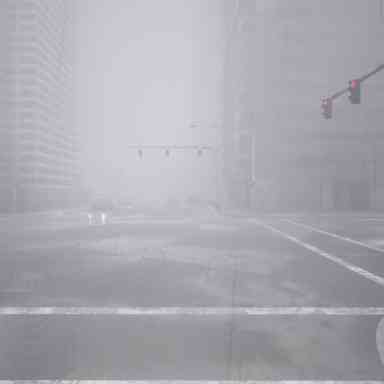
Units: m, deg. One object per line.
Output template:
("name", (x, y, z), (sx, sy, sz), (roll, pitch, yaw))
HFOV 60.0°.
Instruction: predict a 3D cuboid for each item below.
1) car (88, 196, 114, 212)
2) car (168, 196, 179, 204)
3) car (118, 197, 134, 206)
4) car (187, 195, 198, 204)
("car", (-10.617, 1.505, 39.383), (1.837, 1.490, 4.892), (0, 0, 0))
("car", (-3.529, 1.492, 63.182), (2.128, 1.511, 4.902), (0, 0, 0))
("car", (-10.597, 1.526, 53.932), (1.812, 1.442, 4.674), (0, 0, 0))
("car", (0.074, 1.352, 63.510), (2.097, 1.767, 4.553), (0, 0, 0))
